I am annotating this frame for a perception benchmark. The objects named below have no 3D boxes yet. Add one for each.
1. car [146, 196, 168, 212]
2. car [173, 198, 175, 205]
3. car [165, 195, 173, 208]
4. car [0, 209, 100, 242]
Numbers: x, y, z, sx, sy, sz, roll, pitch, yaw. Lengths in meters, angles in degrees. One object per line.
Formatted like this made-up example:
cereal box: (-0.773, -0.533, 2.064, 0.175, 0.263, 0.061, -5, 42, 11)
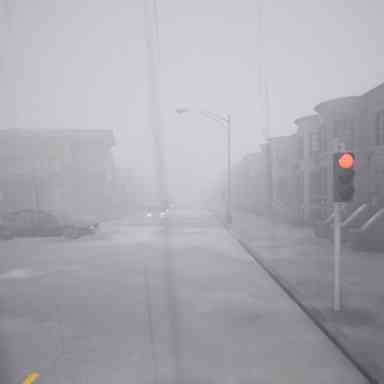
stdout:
car: (-4.158, 1.526, 39.433, 1.812, 1.442, 4.674, 0, 0, -1)
car: (-4.143, 1.352, 58.411, 2.097, 1.767, 4.553, 0, 0, 0)
car: (-4.160, 1.505, 48.619, 1.837, 1.490, 4.892, 0, 0, 0)
car: (-7.267, 1.548, 15.998, 5.357, 1.411, 2.033, 0, 0, -5)
